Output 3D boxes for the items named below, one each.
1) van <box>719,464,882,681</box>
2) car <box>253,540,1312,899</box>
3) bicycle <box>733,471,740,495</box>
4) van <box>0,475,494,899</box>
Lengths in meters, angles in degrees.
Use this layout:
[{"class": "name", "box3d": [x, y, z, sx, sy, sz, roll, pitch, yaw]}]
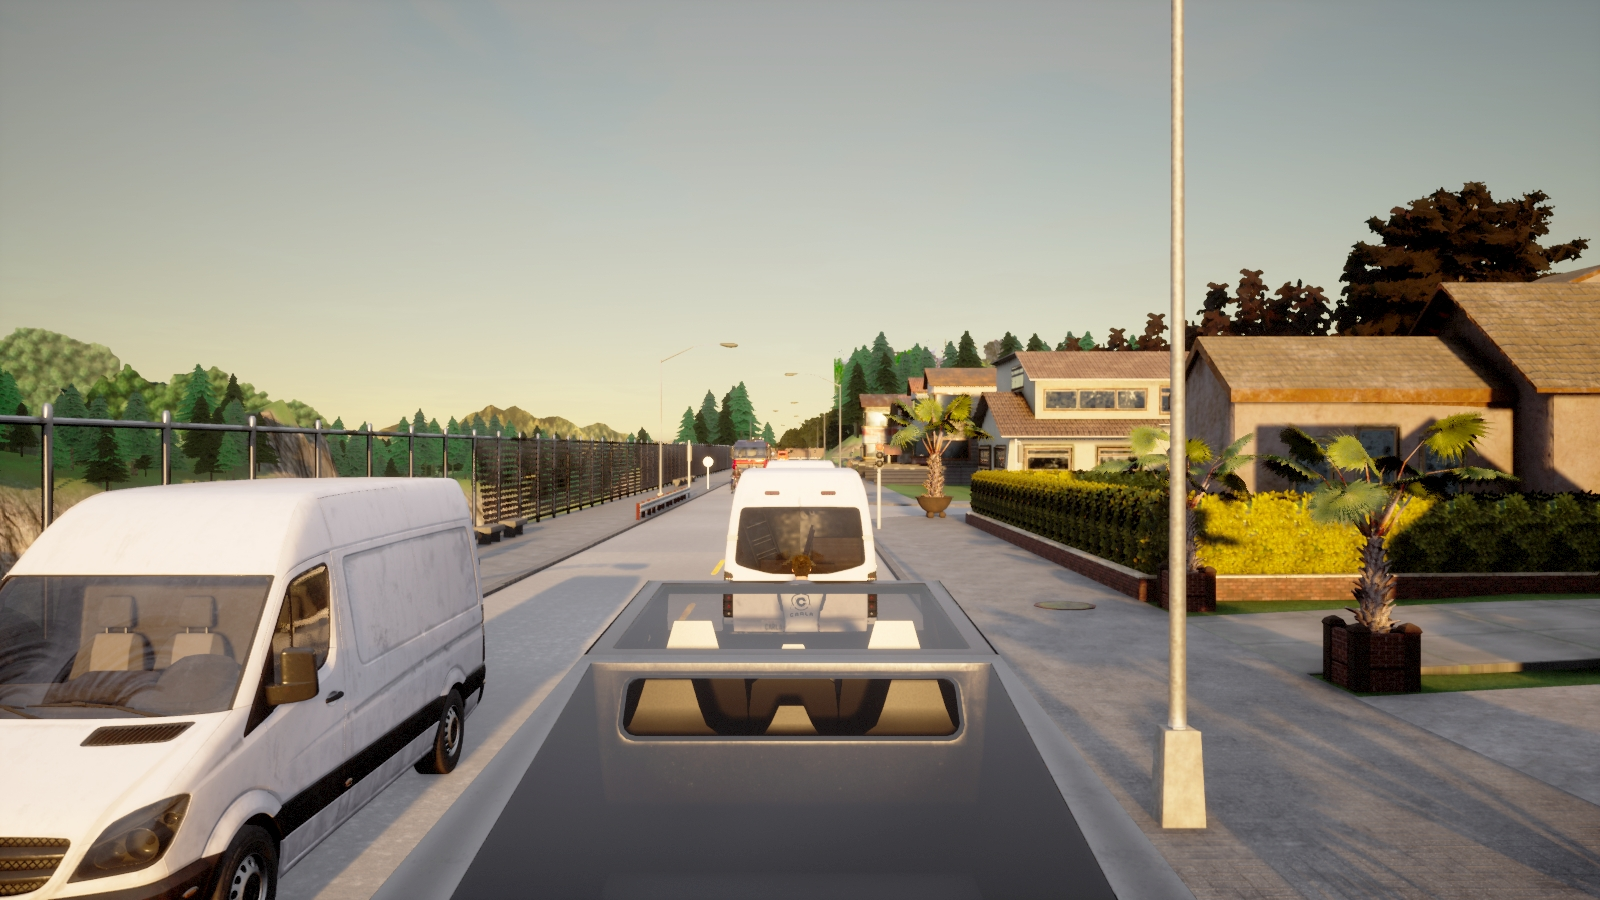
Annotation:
[{"class": "van", "box3d": [0.009, 1.528, 16.844, 1.988, 2.561, 5.915, 0, 0, 0]}, {"class": "car", "box3d": [-0.034, 1.751, 5.716, 2.390, 2.098, 6.274, 0, 0, 0]}, {"class": "bicycle", "box3d": [-3.968, 2.032, 71.199, 0.329, 1.471, 1.835, 0, 0, 0]}, {"class": "van", "box3d": [-3.993, 1.531, 8.224, 1.988, 2.561, 5.915, 0, 0, 0]}]
